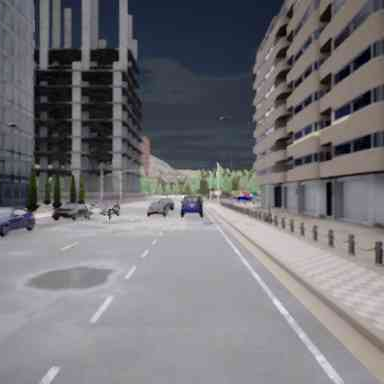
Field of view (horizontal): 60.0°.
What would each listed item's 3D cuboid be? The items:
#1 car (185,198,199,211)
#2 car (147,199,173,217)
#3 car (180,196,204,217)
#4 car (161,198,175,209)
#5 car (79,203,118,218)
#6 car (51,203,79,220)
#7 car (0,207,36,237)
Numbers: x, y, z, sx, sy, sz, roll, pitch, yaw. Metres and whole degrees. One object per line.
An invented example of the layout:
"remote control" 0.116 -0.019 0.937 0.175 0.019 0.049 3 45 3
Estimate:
"car" 0.011 1.703 46.344 1.882 1.535 5.008 0 0 0
"car" -3.392 1.710 33.421 2.033 1.411 5.357 0 0 0
"car" 0.003 1.382 32.907 2.150 2.045 5.566 0 0 0
"car" -3.490 1.572 45.577 2.097 1.767 4.553 0 0 0
"car" -6.998 1.309 26.803 2.128 1.511 4.902 0 0 0
"car" -10.530 1.691 29.518 2.033 1.411 5.357 0 0 1
"car" -10.584 1.618 18.905 1.812 1.442 4.674 0 0 0
